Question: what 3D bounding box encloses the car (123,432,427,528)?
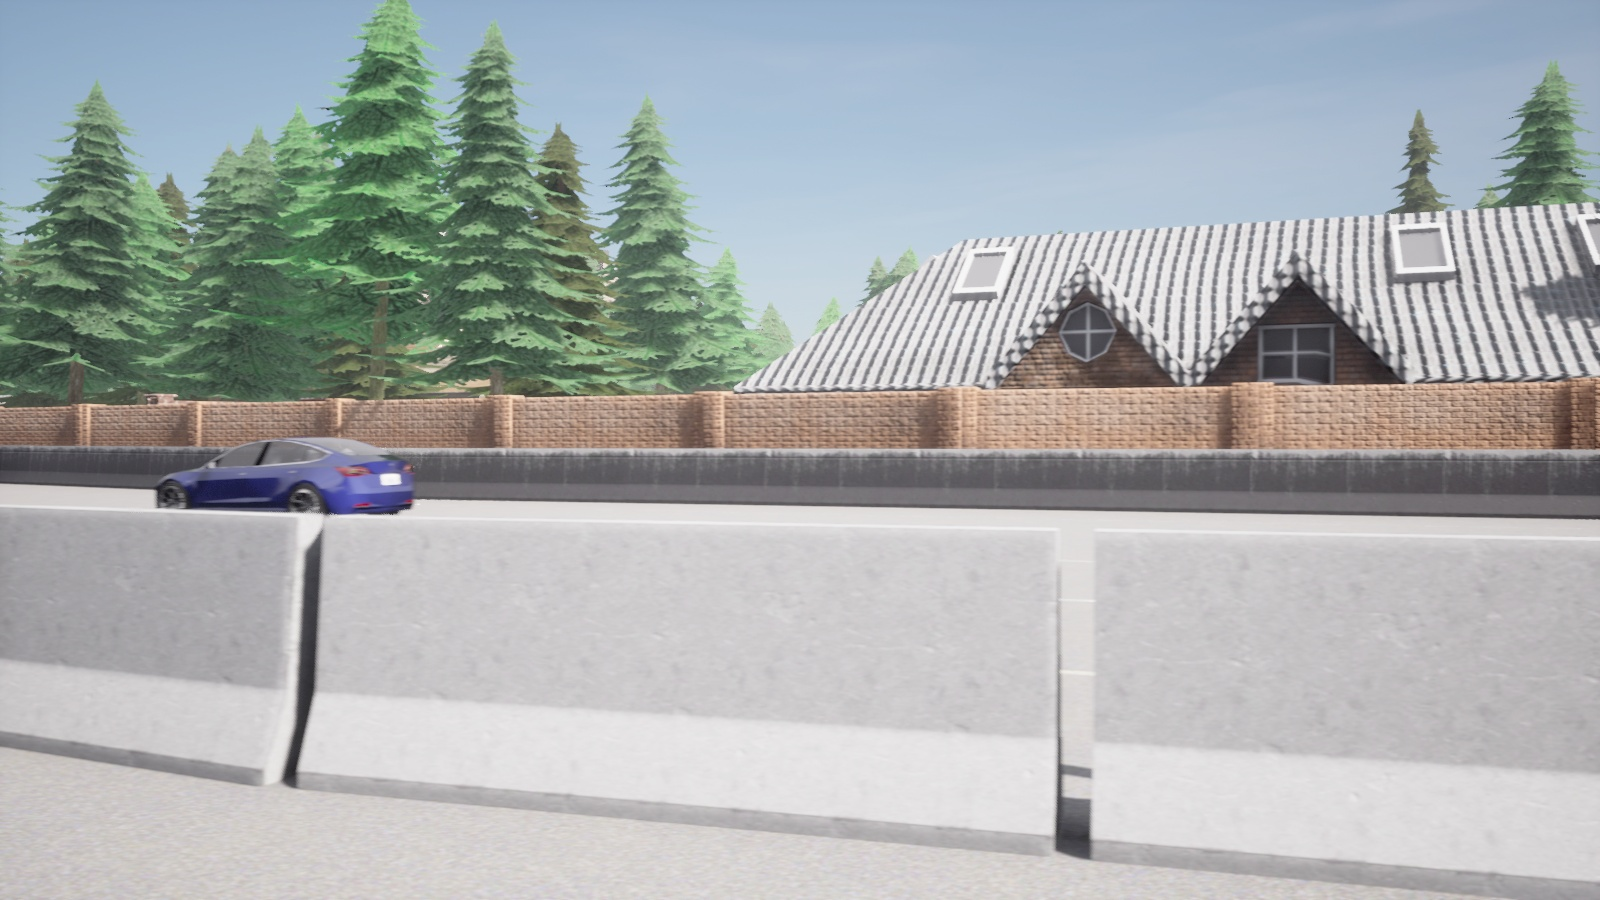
[{"bbox_3d":[-9.109,0.449,21.781,4.792,1.488,2.163,1,1,24],"label":"car"}]
